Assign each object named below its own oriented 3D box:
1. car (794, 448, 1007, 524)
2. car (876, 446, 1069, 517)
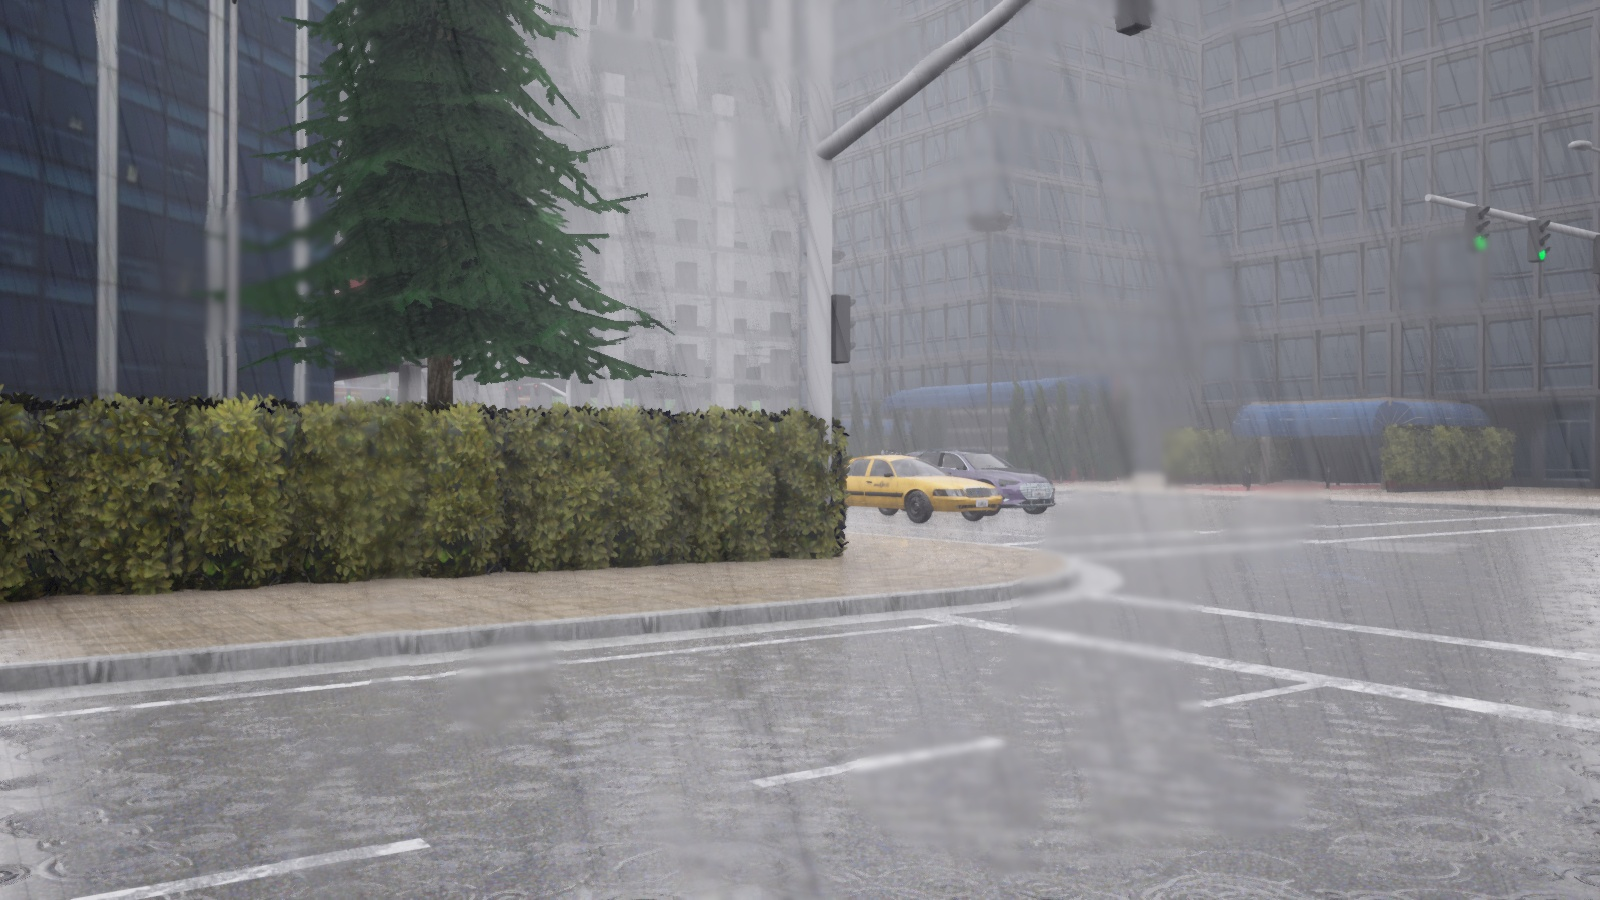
[{"bbox_3d":[2.141,0.749,28.553,1.801,1.575,5.366,0,0,-35],"label":"car"},{"bbox_3d":[4.245,0.743,31.635,2.033,1.649,4.856,0,0,-35],"label":"car"}]
